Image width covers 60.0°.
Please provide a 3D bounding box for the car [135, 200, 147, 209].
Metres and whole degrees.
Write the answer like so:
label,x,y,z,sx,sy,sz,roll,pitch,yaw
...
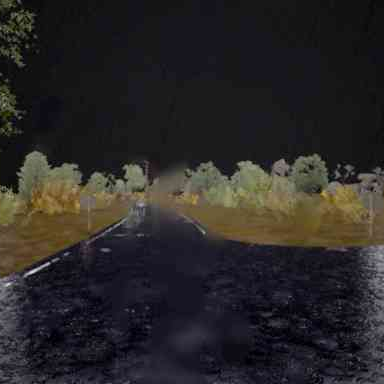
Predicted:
label,x,y,z,sx,sy,sz,roll,pitch,yaw
car,-9.015,2.133,58.481,2.128,1.511,4.902,0,-1,-11
